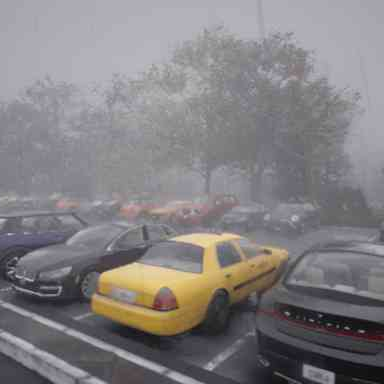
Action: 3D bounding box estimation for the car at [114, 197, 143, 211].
[{"bbox_3d":[-3.321,1.261,25.564,2.185,1.767,4.553,1,0,36],"label":"car"}]

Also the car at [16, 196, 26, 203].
[{"bbox_3d":[-14.596,1.294,33.739,2.163,1.488,4.792,1,0,36],"label":"car"}]

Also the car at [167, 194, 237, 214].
[{"bbox_3d":[1.207,1.181,22.316,2.435,2.045,5.566,1,0,36],"label":"car"}]

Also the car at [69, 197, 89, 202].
[{"bbox_3d":[-7.824,1.379,28.843,2.002,1.452,4.674,1,0,36],"label":"car"}]

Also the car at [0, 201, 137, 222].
[{"bbox_3d":[-4.154,1.329,10.058,2.185,1.767,4.553,1,0,36],"label":"car"}]

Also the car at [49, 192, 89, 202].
[{"bbox_3d":[-10.104,1.189,30.439,2.185,1.767,4.553,1,0,36],"label":"car"}]

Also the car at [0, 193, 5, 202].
[{"bbox_3d":[-19.130,1.213,36.969,2.097,1.535,5.008,1,0,36],"label":"car"}]

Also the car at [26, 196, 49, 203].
[{"bbox_3d":[-12.363,1.039,32.065,2.435,2.045,5.566,1,0,36],"label":"car"}]

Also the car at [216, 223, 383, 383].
[{"bbox_3d":[2.641,1.519,5.207,2.231,1.521,4.892,1,0,36],"label":"car"}]

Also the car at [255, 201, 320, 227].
[{"bbox_3d":[5.764,1.350,19.115,2.185,1.767,4.553,1,0,36],"label":"car"}]

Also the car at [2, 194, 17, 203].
[{"bbox_3d":[-16.868,1.240,35.345,2.231,1.521,4.892,1,0,36],"label":"car"}]

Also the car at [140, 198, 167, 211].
[{"bbox_3d":[-1.038,1.409,23.970,2.097,1.535,5.008,1,0,36],"label":"car"}]

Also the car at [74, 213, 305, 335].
[{"bbox_3d":[0.493,1.494,6.986,1.946,1.575,5.366,1,0,36],"label":"car"}]

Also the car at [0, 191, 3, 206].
[{"bbox_3d":[-28.195,0.854,43.440,2.435,2.045,5.566,1,0,36],"label":"car"}]

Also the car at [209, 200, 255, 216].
[{"bbox_3d":[3.486,1.456,20.721,2.231,1.521,4.892,1,0,36],"label":"car"}]

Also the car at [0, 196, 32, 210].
[{"bbox_3d":[-21.394,1.227,38.592,2.002,1.452,4.674,1,0,36],"label":"car"}]

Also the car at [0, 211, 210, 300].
[{"bbox_3d":[-1.872,1.477,8.464,2.231,1.521,4.892,1,0,36],"label":"car"}]

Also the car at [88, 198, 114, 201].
[{"bbox_3d":[-5.567,1.363,27.211,2.097,1.535,5.008,1,0,36],"label":"car"}]

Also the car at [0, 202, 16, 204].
[{"bbox_3d":[-10.934,1.417,14.932,2.163,1.488,4.792,1,0,36],"label":"car"}]

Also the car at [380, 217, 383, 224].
[{"bbox_3d":[10.250,1.547,15.817,2.163,1.488,4.792,1,0,36],"label":"car"}]
